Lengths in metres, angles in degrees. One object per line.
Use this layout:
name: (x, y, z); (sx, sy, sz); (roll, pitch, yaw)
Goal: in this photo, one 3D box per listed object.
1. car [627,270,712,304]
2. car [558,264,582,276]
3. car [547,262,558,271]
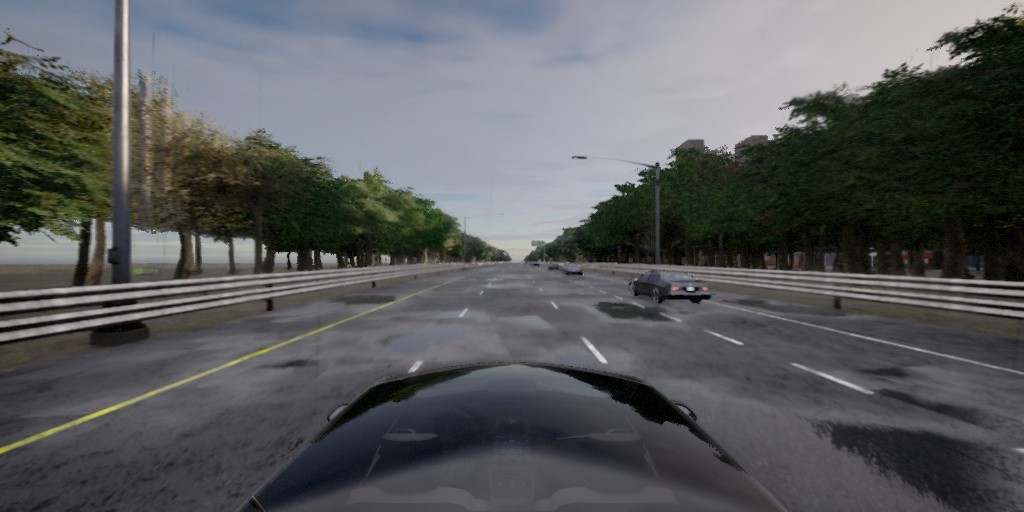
car: (7.020, 1.353, 16.615); (2.033, 1.411, 5.357); (0, 0, 0)
car: (7.113, 1.602, 42.888); (1.994, 1.385, 4.181); (0, -1, 0)
car: (7.237, 1.847, 63.243); (1.837, 1.490, 4.892); (0, -1, 0)
